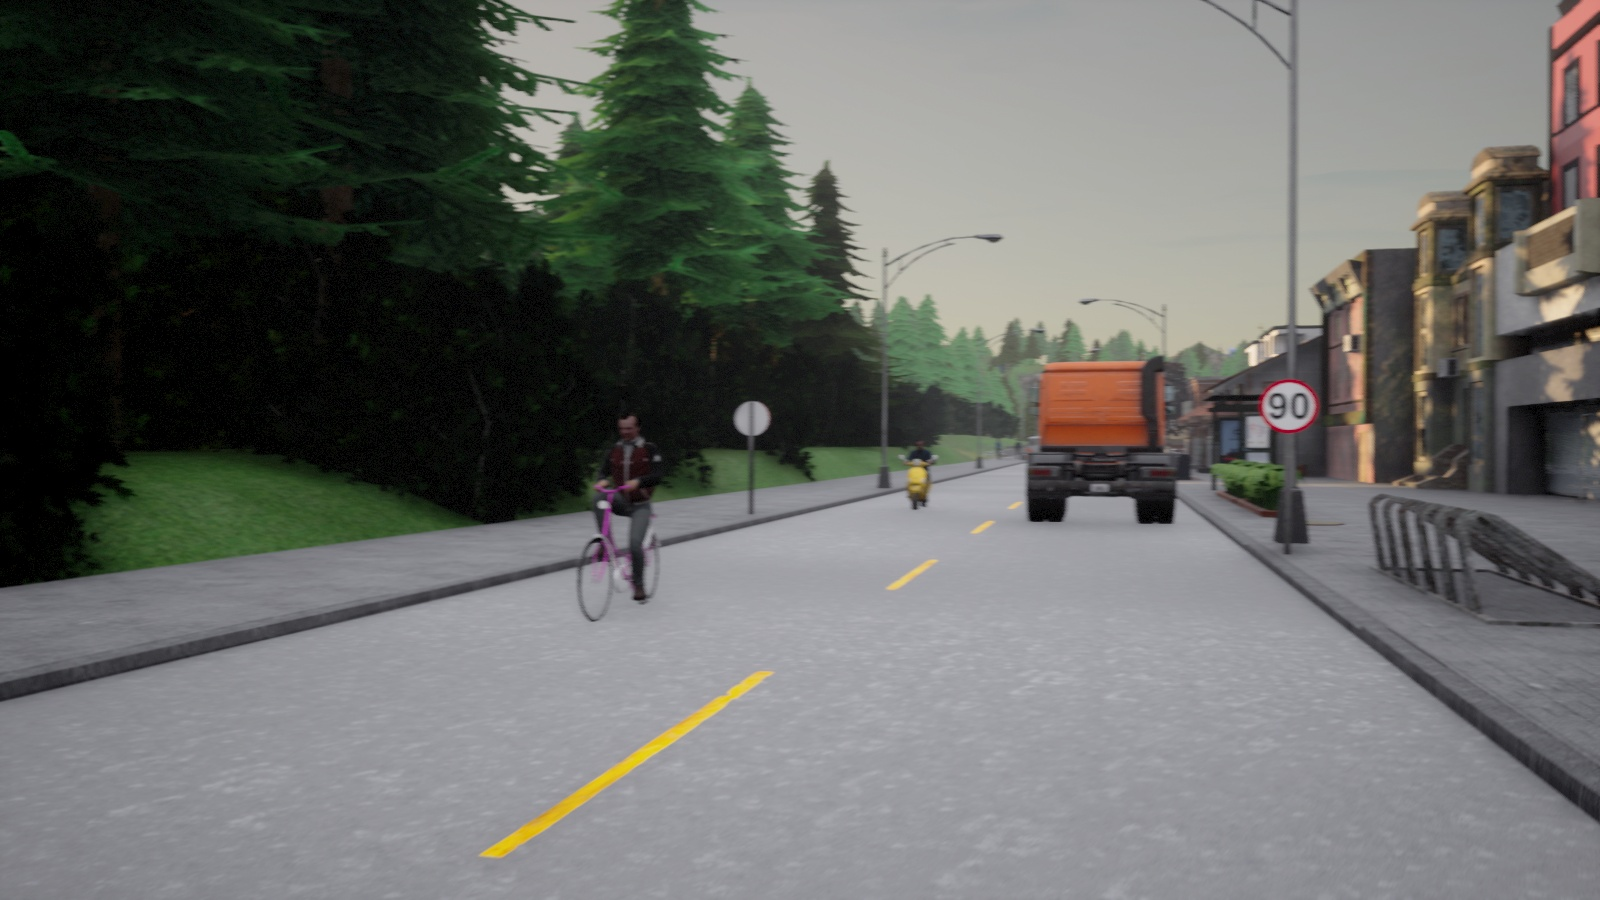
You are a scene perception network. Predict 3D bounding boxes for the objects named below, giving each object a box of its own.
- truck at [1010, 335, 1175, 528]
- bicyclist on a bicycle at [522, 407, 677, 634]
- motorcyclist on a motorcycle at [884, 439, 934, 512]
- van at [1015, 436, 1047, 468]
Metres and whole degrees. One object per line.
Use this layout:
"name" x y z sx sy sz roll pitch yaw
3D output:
"truck" 6.194 -0.356 26.642 2.891 3.462 7.936 0 0 13
"bicyclist on a bicycle" -1.672 0.551 10.802 0.659 1.776 1.843 0 0 13
"motorcyclist on a motorcycle" 2.484 0.555 28.355 0.866 1.590 1.817 0 0 13
"van" 14.914 0.118 80.858 1.775 1.987 4.442 0 0 13
